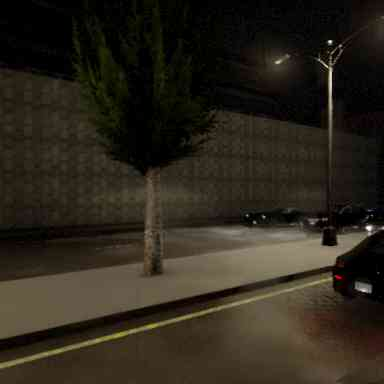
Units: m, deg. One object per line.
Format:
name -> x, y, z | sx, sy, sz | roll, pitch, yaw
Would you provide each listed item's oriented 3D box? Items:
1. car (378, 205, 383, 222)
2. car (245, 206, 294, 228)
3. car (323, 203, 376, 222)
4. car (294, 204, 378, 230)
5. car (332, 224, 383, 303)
car -> 15.035, 1.526, 24.428 | 5.008, 1.535, 1.882 | 0, 0, -36
car -> 5.750, 1.608, 22.192 | 4.718, 1.301, 1.895 | 0, 0, -35
car -> 12.977, 1.632, 27.260 | 4.718, 1.301, 1.895 | 0, 0, -36
car -> 8.722, 1.500, 20.005 | 4.902, 1.511, 2.128 | 0, 0, -35
car -> 4.923, 1.529, 7.255 | 4.674, 1.442, 1.812 | 0, 0, -36
